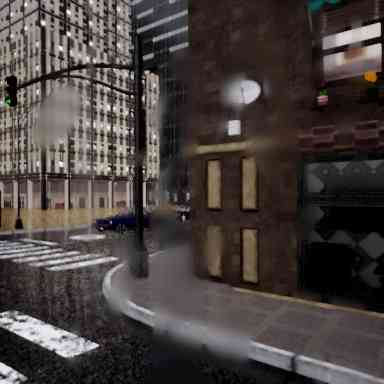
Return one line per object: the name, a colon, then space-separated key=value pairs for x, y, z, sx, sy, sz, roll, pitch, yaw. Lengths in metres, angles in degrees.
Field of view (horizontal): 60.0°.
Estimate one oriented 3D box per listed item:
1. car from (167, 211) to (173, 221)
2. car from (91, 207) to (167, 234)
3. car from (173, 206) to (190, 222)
car: x=-3.819 y=1.876 z=26.123 sx=2.008 sy=1.369 sz=4.403 roll=-1 pitch=-2 yaw=35
car: x=-3.986 y=1.846 z=21.136 sx=1.895 sy=1.301 sz=4.718 roll=-1 pitch=-1 yaw=35
car: x=-0.619 y=1.957 z=30.681 sx=2.008 sy=1.369 sz=4.403 roll=-1 pitch=-2 yaw=35
